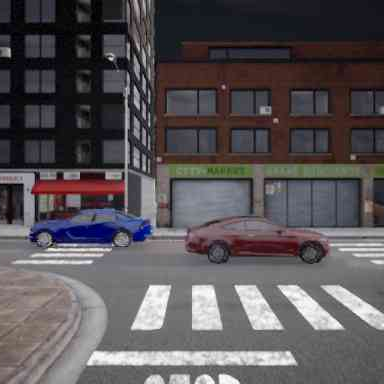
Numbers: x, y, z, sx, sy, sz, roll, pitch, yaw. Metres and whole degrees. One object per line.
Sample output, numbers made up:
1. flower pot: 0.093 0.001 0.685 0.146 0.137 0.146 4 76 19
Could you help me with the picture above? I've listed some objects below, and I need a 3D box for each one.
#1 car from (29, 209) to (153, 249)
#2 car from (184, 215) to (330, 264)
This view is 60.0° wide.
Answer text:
1. car: -4.175 1.470 13.985 5.008 1.535 1.882 0 0 0
2. car: 2.091 1.501 11.031 4.674 1.442 1.812 0 0 0
